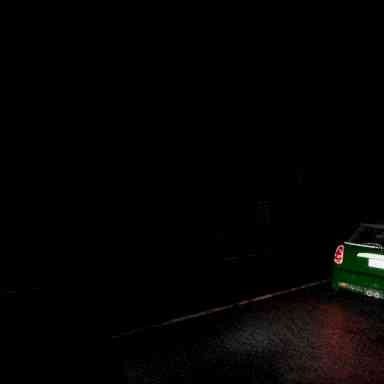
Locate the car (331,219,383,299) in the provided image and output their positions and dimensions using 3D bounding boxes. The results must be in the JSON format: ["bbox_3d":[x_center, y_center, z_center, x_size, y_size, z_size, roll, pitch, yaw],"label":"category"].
[{"bbox_3d":[5.177,1.352,7.425,4.553,1.767,2.097,0,0,-35],"label":"car"}]

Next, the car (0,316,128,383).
[{"bbox_3d":[-2.740,1.492,1.795,4.902,1.511,2.128,0,0,-36],"label":"car"}]
